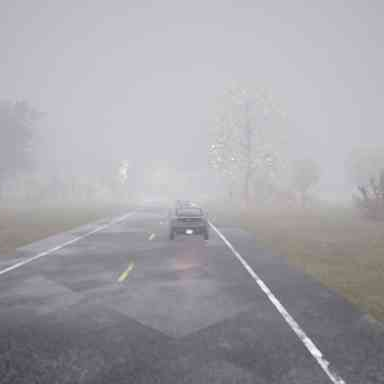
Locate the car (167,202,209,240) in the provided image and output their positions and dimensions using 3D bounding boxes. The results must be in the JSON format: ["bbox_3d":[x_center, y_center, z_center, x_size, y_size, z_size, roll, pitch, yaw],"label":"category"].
[{"bbox_3d":[-0.176,1.492,17.033,1.837,1.490,4.892,0,0,-1],"label":"car"}]

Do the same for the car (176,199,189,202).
[{"bbox_3d":[-1.015,1.505,36.431,2.033,1.411,5.357,0,0,-3],"label":"car"}]
